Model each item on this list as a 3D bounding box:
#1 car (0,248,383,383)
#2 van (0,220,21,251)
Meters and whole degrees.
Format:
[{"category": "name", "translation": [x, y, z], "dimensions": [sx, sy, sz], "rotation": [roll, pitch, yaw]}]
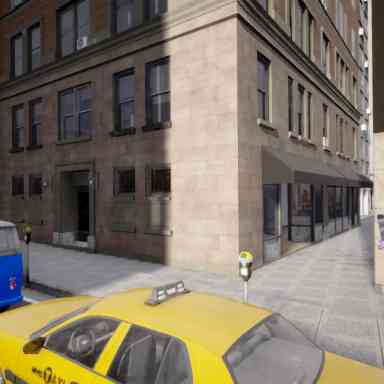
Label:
[{"category": "car", "translation": [-0.432, 1.526, 3.168], "dimensions": [4.829, 1.417, 1.752], "rotation": [0, -1, 36]}, {"category": "van", "translation": [-4.908, 1.342, 6.371], "dimensions": [3.998, 1.788, 1.690], "rotation": [0, -1, 36]}]
